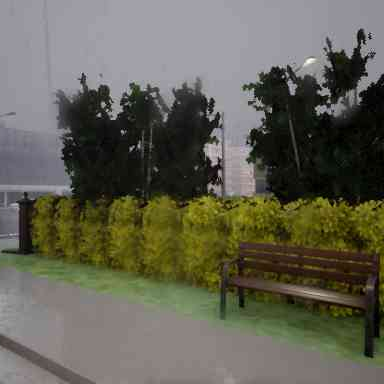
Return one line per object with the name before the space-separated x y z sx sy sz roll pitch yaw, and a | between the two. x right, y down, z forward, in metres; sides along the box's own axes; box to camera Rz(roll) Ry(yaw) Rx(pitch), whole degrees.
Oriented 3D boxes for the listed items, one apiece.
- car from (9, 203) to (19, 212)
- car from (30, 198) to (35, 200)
car | -18.568 1.477 38.326 1.812 1.442 4.674 0 0 33
car | -15.847 1.515 36.090 1.994 1.385 4.181 0 0 35
